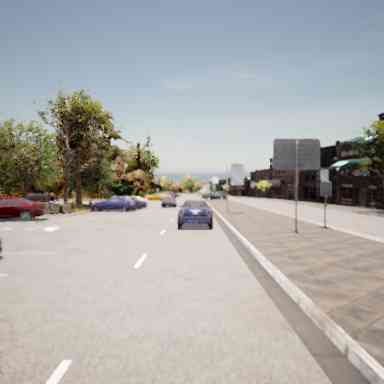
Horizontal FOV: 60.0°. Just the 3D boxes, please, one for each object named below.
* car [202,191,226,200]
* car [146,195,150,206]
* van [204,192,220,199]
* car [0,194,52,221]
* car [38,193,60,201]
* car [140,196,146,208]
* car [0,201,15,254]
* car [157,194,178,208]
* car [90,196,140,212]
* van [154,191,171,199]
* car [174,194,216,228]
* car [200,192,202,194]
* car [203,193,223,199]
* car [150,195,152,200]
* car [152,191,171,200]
[{"bbox_3d":[5.288,1.071,75.328,4.892,1.521,2.231,0,0,0],"label":"car"},{"bbox_3d":[-8.084,1.239,41.037,5.008,1.535,2.097,0,0,0],"label":"car"},{"bbox_3d":[5.525,0.870,92.143,4.442,1.987,1.878,0,0,0],"label":"van"},{"bbox_3d":[-12.461,1.109,22.354,5.008,1.535,1.882,0,3,-10],"label":"car"},{"bbox_3d":[-25.863,0.847,57.659,5.357,1.411,2.033,1,3,0],"label":"car"},{"bbox_3d":[-8.100,1.258,37.764,4.892,1.521,2.231,0,0,0],"label":"car"},{"bbox_3d":[-8.361,1.285,10.153,4.553,1.767,2.185,0,0,0],"label":"car"},{"bbox_3d":[-2.980,1.293,43.905,2.033,1.411,5.357,0,0,1],"label":"car"},{"bbox_3d":[-8.129,1.315,34.489,4.674,1.452,2.002,0,0,1],"label":"car"},{"bbox_3d":[-7.807,0.851,89.375,4.442,1.987,1.878,0,0,0],"label":"van"},{"bbox_3d":[0.209,1.216,21.351,2.097,1.767,4.553,1,1,0],"label":"car"},{"bbox_3d":[5.277,0.815,78.129,5.566,2.045,2.435,0,0,0],"label":"car"},{"bbox_3d":[5.342,1.069,83.733,4.892,1.521,2.231,0,0,0],"label":"car"},{"bbox_3d":[-8.050,1.261,44.186,4.674,1.452,2.002,0,0,0],"label":"car"},{"bbox_3d":[-7.814,1.069,72.670,5.008,1.535,2.097,0,0,0],"label":"car"}]
